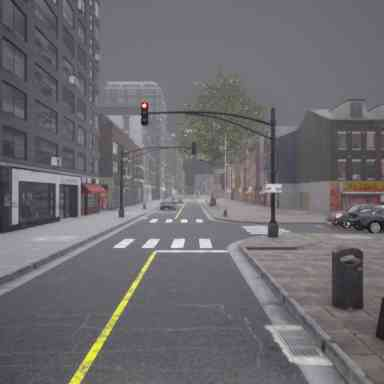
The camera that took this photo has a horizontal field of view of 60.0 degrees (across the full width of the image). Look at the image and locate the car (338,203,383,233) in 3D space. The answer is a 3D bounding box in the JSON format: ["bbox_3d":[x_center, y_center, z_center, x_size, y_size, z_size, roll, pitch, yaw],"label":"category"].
[{"bbox_3d":[11.387,1.571,19.034,4.892,1.490,1.837,0,0,0],"label":"car"}]

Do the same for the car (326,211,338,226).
[{"bbox_3d":[10.910,1.512,21.675,4.097,1.590,1.967,0,0,0],"label":"car"}]

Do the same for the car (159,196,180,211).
[{"bbox_3d":[-2.878,1.552,40.349,2.033,1.411,5.357,0,0,0],"label":"car"}]

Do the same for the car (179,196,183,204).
[{"bbox_3d":[-2.839,1.513,63.776,2.128,1.511,4.902,0,0,1],"label":"car"}]
